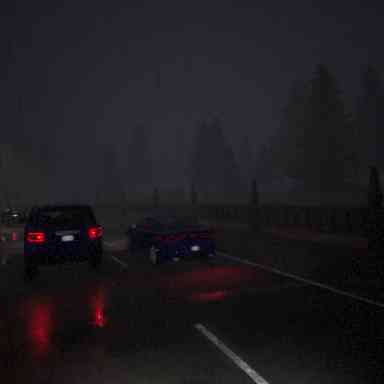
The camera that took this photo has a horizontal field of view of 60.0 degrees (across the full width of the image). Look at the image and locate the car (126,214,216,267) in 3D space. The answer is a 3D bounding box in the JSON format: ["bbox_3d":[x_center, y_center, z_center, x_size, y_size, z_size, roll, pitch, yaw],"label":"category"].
[{"bbox_3d":[-0.985,1.547,12.033,1.882,1.535,5.008,-2,0,-26],"label":"car"}]

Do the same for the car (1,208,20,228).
[{"bbox_3d":[-14.459,2.030,27.404,2.128,1.511,4.902,-2,0,-37],"label":"car"}]

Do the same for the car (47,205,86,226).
[{"bbox_3d":[-10.817,1.906,28.360,1.882,1.535,5.008,-1,0,-35],"label":"car"}]

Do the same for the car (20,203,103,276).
[{"bbox_3d":[-4.594,1.402,11.506,2.150,2.045,5.566,-2,0,-27],"label":"car"}]
